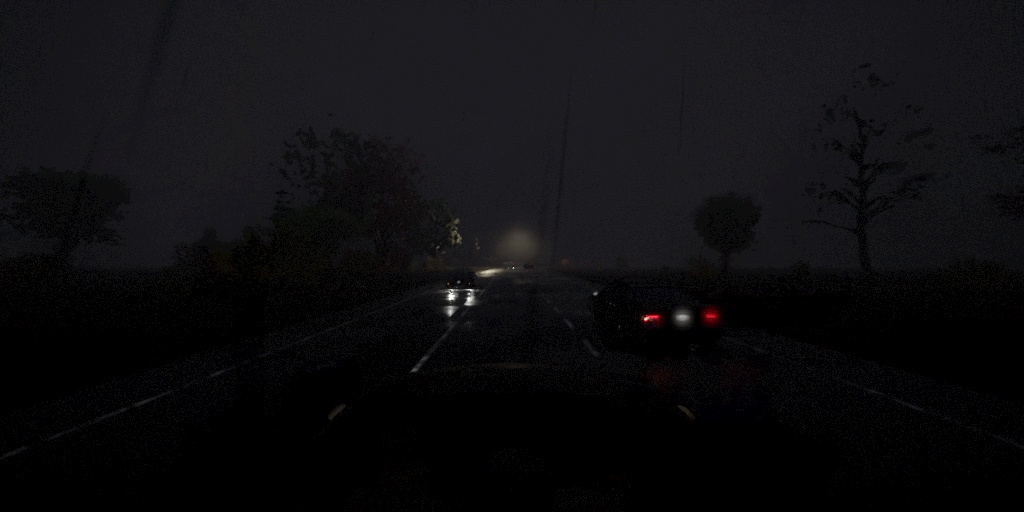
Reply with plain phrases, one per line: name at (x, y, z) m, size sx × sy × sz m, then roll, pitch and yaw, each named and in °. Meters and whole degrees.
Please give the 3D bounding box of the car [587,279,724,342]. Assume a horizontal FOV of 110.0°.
car at (3.478, 1.336, 9.836) m, size 2.033 × 1.411 × 5.357 m, roll -1°, pitch -1°, yaw 0°

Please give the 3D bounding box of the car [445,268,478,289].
car at (-3.592, 1.575, 26.165) m, size 1.994 × 1.385 × 4.181 m, roll -1°, pitch -1°, yaw 0°
